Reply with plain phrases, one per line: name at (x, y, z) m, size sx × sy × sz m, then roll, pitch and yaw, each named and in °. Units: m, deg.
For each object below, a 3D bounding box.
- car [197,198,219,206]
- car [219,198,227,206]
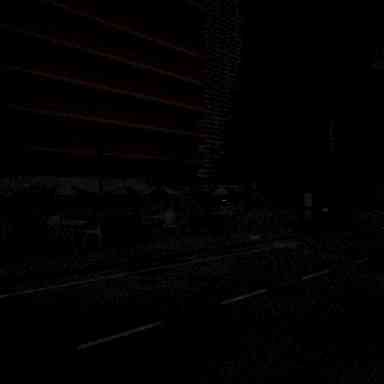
car at (1.731, 1.830, 60.144) m, size 2.033 × 1.411 × 5.357 m, roll 0°, pitch 0°, yaw -41°
car at (4.390, 1.775, 62.420) m, size 2.128 × 1.511 × 4.902 m, roll 0°, pitch 0°, yaw -41°
